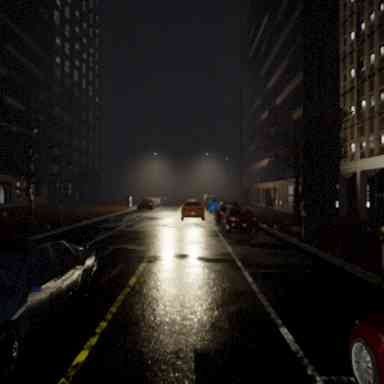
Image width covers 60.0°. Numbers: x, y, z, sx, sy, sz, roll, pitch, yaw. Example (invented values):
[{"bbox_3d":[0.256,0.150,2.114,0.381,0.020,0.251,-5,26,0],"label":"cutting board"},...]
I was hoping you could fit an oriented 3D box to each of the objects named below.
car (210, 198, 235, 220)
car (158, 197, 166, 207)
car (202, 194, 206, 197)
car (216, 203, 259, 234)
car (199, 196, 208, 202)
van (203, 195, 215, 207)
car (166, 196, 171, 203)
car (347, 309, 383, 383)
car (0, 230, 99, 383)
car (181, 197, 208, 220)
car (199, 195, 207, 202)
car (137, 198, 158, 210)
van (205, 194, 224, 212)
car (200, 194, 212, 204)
[{"bbox_3d":[2.668,1.451,24.863,1.967,1.590,4.097,0,0,0],"label":"car"},{"bbox_3d":[-5.748,1.570,53.034,2.008,1.369,4.403,1,0,0],"label":"car"},{"bbox_3d":[2.642,1.333,47.428,2.192,1.841,5.009,1,0,0],"label":"car"},{"bbox_3d":[2.674,1.554,19.221,1.887,1.381,4.507,0,0,0],"label":"car"},{"bbox_3d":[2.605,1.602,75.635,1.802,1.307,4.206,1,0,0],"label":"car"},{"bbox_3d":[2.635,1.360,53.070,1.690,1.788,3.998,1,0,0],"label":"van"},{"bbox_3d":[-5.762,1.571,64.319,2.008,1.369,4.403,1,0,0],"label":"car"},{"bbox_3d":[2.694,1.583,2.296,1.802,1.307,4.206,0,0,0],"label":"car"},{"bbox_3d":[-3.086,1.551,5.587,2.033,1.411,5.357,0,0,0],"label":"car"},{"bbox_3d":[0.065,1.490,28.123,1.882,1.535,5.008,0,0,0],"label":"car"},{"bbox_3d":[2.598,1.546,81.446,1.752,1.417,4.829,1,0,0],"label":"car"},{"bbox_3d":[-5.733,1.458,41.748,1.967,1.590,4.097,1,0,0],"label":"car"},{"bbox_3d":[2.655,1.356,36.145,1.690,1.788,3.998,1,0,0],"label":"van"},{"bbox_3d":[2.621,1.335,64.352,2.192,1.841,5.009,1,0,0],"label":"car"}]
